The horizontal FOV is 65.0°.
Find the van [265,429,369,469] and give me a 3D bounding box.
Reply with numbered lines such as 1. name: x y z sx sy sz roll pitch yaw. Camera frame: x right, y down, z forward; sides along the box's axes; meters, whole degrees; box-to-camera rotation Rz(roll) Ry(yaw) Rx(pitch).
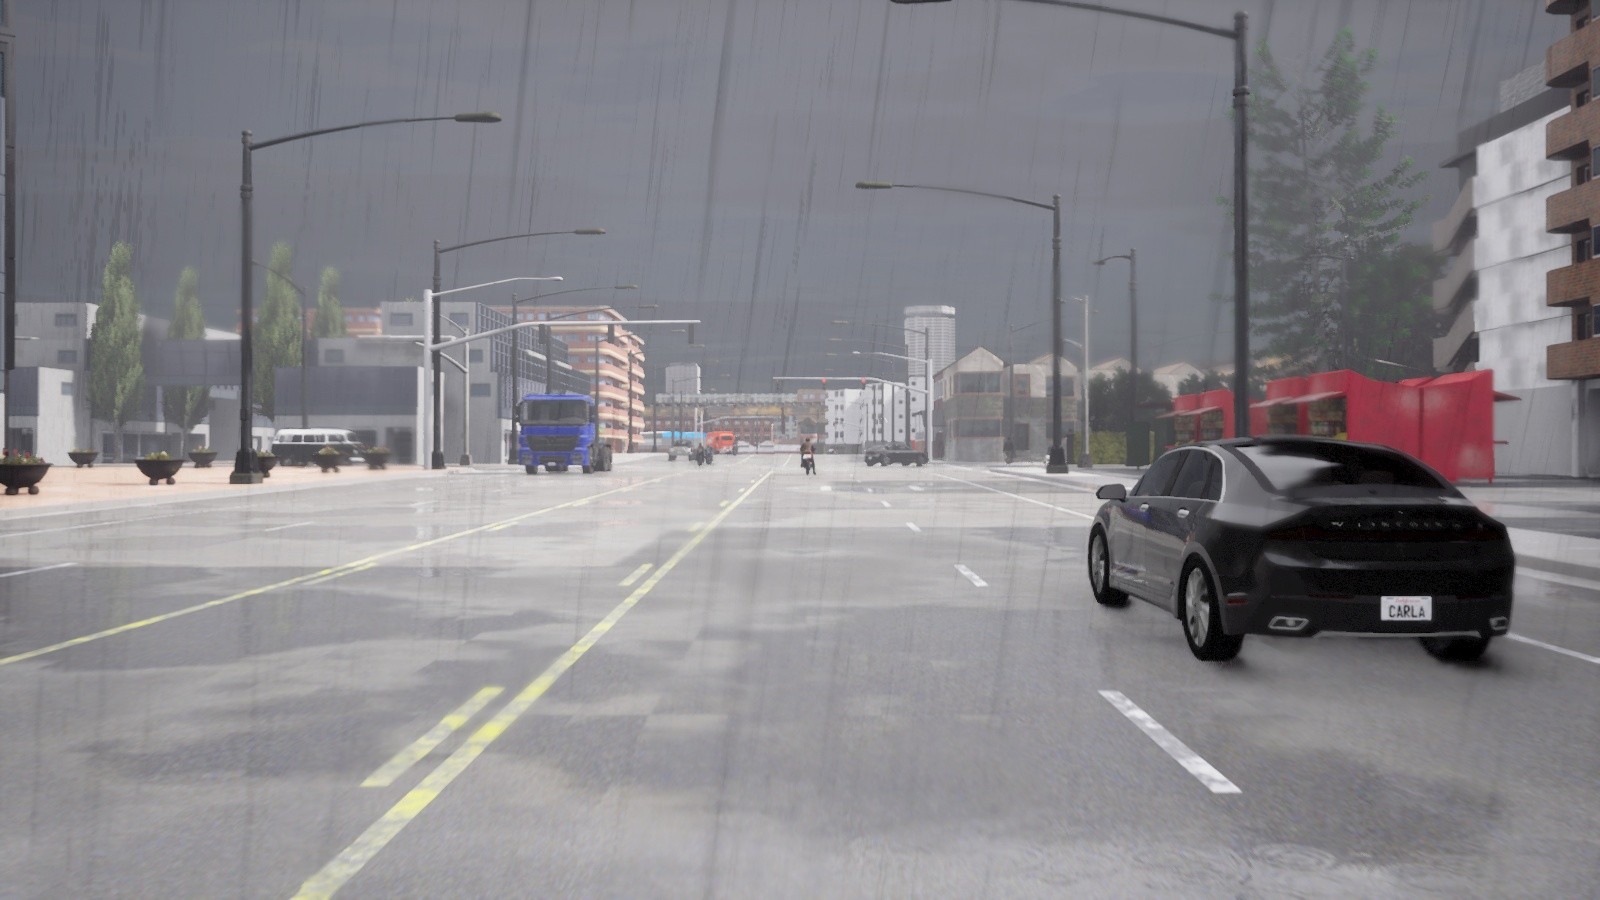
1. van: -24.569 -0.046 64.002 4.480 2.038 2.069 0 0 1

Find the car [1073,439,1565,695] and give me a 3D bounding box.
1. car: 3.572 0.667 9.804 1.837 1.490 4.892 0 1 0

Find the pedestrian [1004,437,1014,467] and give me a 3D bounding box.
1. pedestrian: 12.793 0.102 76.847 0.431 1.840 0.703 0 0 28

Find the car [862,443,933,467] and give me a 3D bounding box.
1. car: 6.145 0.334 78.930 4.193 1.474 1.816 0 0 -33

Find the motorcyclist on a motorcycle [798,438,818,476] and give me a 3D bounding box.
1. motorcyclist on a motorcycle: 0.312 0.273 51.225 0.797 1.523 2.044 0 0 0

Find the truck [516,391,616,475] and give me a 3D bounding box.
1. truck: -10.163 -0.718 55.370 2.891 3.462 7.936 0 0 0
